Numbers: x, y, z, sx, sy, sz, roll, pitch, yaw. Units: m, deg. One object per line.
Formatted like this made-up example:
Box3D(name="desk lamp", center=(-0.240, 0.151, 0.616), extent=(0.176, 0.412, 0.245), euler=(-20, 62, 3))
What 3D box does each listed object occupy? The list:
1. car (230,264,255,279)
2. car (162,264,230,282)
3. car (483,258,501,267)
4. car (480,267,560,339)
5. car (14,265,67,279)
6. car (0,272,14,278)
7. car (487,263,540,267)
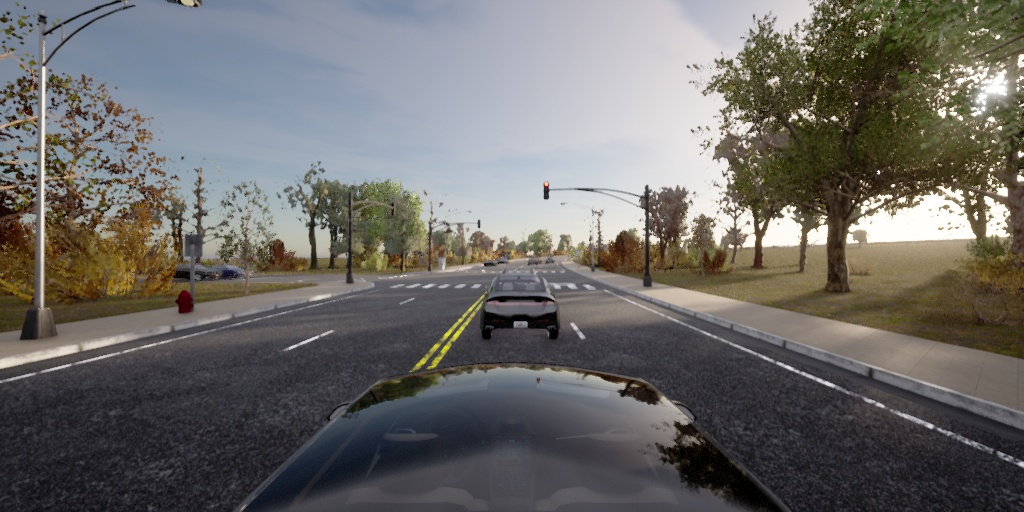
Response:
Box3D(name="car", center=(-27.387, 1.497, 34.663), extent=(4.674, 1.442, 1.812), euler=(-1, -1, 10))
Box3D(name="car", center=(-27.971, 1.425, 31.467), extent=(5.008, 1.535, 1.882), euler=(-1, -1, 10))
Box3D(name="car", center=(-3.569, 1.225, 60.073), extent=(1.895, 1.301, 4.718), euler=(0, 0, 6))
Box3D(name="car", center=(0.199, 1.234, 10.011), extent=(2.128, 1.511, 4.902), euler=(0, 0, 0))
Box3D(name="car", center=(-50.353, 1.676, 38.826), extent=(5.008, 1.535, 1.882), euler=(-1, -1, 11))
Box3D(name="car", center=(-53.054, 1.742, 36.027), extent=(5.357, 1.411, 2.033), euler=(-1, -1, 10))
Box3D(name="car", center=(0.290, 1.228, 15.339), extent=(2.128, 1.511, 4.902), euler=(0, 0, 2))
